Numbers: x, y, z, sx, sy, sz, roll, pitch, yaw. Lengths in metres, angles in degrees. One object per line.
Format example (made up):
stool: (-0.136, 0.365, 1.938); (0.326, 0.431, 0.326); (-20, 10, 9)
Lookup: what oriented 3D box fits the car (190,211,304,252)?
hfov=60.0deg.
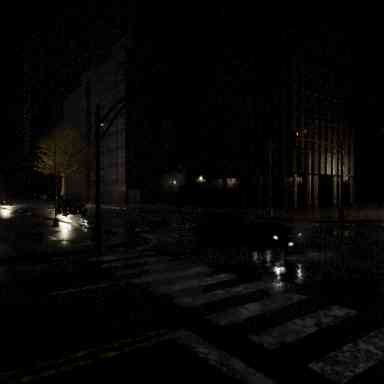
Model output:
car: (2.077, 1.548, 14.374); (2.033, 1.411, 5.357); (0, 0, -36)

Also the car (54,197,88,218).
car: (-12.788, 1.574, 34.881); (2.150, 2.045, 5.566); (0, 0, -36)

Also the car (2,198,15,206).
car: (-39.944, 2.102, 72.322); (2.097, 1.767, 4.553); (0, -1, -36)
